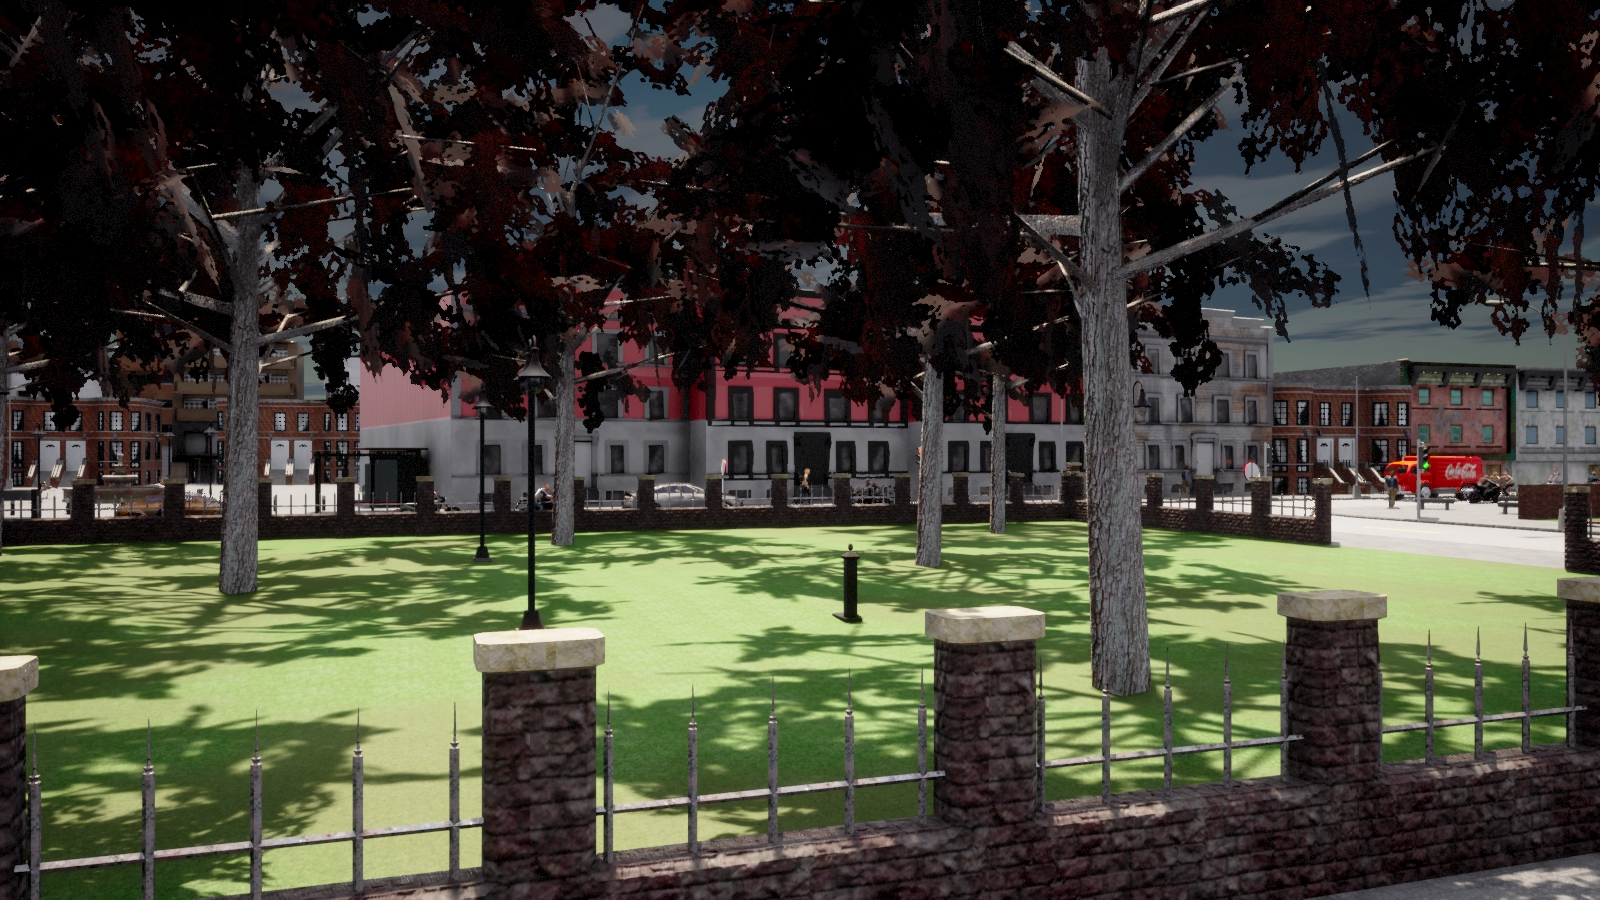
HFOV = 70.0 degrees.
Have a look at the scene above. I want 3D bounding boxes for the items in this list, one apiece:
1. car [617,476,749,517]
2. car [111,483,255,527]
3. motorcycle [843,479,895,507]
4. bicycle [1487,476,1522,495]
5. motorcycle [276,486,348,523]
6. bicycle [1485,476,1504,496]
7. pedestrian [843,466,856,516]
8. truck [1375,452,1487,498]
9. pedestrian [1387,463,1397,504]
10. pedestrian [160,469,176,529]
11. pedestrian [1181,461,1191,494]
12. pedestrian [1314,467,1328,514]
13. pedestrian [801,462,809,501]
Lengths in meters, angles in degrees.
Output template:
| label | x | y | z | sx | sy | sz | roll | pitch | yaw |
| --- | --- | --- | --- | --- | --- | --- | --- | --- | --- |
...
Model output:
| label | x | y | z | sx | sy | sz | roll | pitch | yaw |
| --- | --- | --- | --- | --- | --- | --- | --- | --- | --- |
| car | -4.677 | 1.827 | 45.707 | 4.902 | 1.511 | 2.128 | 0 | 0 | -19 |
| car | -21.480 | 1.898 | 39.962 | 4.181 | 1.385 | 1.994 | 0 | 0 | -19 |
| motorcycle | 3.191 | 1.985 | 52.780 | 2.209 | 1.251 | 0.867 | 0 | 0 | -19 |
| bicycle | 40.458 | 2.036 | 65.608 | 1.487 | 1.080 | 0.859 | 0 | 0 | 1 |
| motorcycle | -17.611 | 1.950 | 41.298 | 2.356 | 1.277 | 0.764 | 0 | 0 | -19 |
| bicycle | 39.299 | 2.036 | 64.656 | 0.859 | 1.080 | 1.487 | 0 | 0 | 35 |
| pedestrian | 1.867 | 1.525 | 42.878 | 0.375 | 1.860 | 0.375 | 0 | 0 | -19 |
| truck | 35.004 | 1.348 | 63.458 | 5.204 | 2.467 | 2.627 | 0 | 0 | -19 |
| pedestrian | 26.908 | 1.517 | 51.938 | 0.375 | 1.860 | 0.375 | 0 | 0 | 19 |
| pedestrian | -19.639 | 1.523 | 35.515 | 0.375 | 1.860 | 0.375 | 0 | 0 | -18 |
| pedestrian | 21.674 | 1.523 | 64.214 | 0.375 | 1.860 | 0.375 | 0 | 0 | -18 |
| pedestrian | 20.987 | 1.629 | 46.049 | 0.375 | 1.860 | 0.375 | 0 | 0 | -6 |
| pedestrian | 0.228 | 1.524 | 55.150 | 0.375 | 1.860 | 0.375 | 0 | 0 | 0 |
